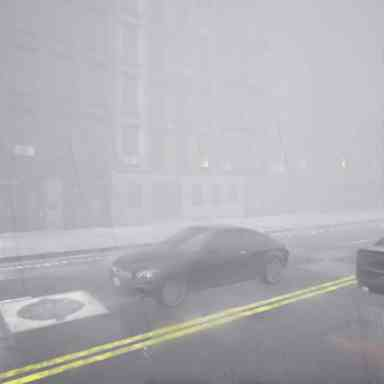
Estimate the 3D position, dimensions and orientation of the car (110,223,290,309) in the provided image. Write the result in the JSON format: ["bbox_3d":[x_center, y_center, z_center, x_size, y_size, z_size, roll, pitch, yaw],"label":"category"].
[{"bbox_3d":[0.407,1.521,7.965,4.674,1.442,1.812,0,0,-35],"label":"car"}]

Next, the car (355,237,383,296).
[{"bbox_3d":[5.692,1.467,7.500,5.008,1.535,1.882,0,0,-36],"label":"car"}]
